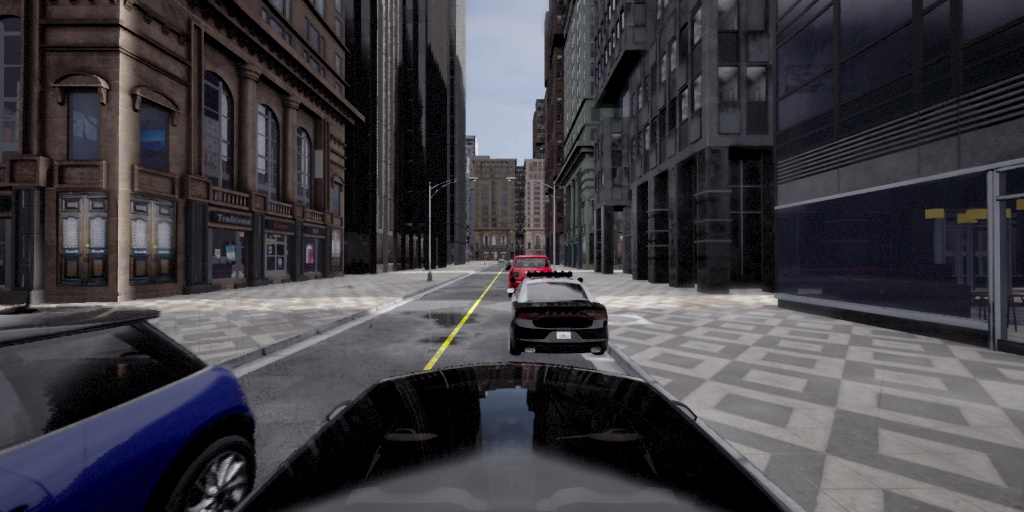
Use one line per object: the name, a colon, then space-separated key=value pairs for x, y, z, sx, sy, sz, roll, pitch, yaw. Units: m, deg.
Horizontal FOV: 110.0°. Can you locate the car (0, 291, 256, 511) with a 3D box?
car: x=-3.003 y=1.102 z=0.806 sx=2.097 sy=1.767 sz=4.553 roll=0 pitch=0 yaw=0

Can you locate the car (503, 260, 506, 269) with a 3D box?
car: x=0.083 y=1.414 z=48.535 sx=1.895 sy=1.301 sz=4.718 roll=0 pitch=0 yaw=1

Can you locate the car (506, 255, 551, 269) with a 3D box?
car: x=0.912 y=0.985 z=18.753 sx=2.150 sy=2.045 sz=5.566 roll=0 pitch=0 yaw=0

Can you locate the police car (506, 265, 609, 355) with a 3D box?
police car: x=0.904 y=1.179 z=8.832 sx=1.930 sy=1.638 sz=5.238 roll=0 pitch=0 yaw=0
